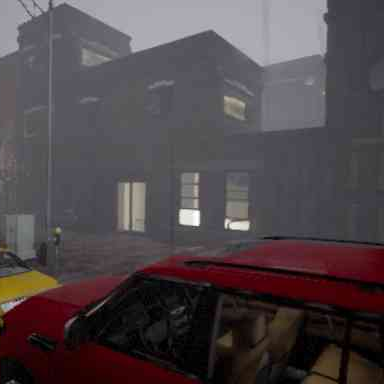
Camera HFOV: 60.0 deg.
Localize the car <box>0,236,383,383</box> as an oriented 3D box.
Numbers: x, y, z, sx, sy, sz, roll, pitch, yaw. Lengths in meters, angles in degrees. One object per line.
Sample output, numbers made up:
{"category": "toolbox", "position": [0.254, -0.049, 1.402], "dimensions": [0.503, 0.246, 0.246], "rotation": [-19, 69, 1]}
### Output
{"category": "car", "position": [0.438, 1.308, 2.544], "dimensions": [5.009, 1.841, 2.192], "rotation": [1, 1, 35]}
